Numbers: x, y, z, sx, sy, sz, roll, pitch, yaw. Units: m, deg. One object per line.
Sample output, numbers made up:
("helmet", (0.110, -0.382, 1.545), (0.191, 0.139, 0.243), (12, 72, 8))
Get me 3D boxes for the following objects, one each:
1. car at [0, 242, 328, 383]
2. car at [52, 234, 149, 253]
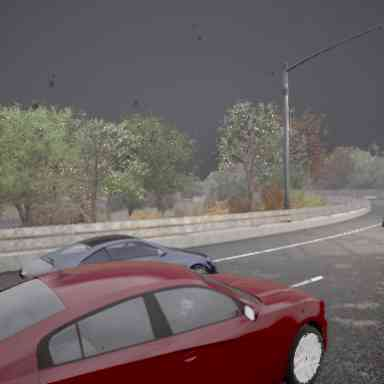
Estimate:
("car", (-0.513, 1.513, 3.600), (5.008, 1.535, 1.882), (-1, 0, -37))
("car", (-1.460, 1.635, 7.273), (4.181, 1.385, 1.994), (0, 0, -37))
